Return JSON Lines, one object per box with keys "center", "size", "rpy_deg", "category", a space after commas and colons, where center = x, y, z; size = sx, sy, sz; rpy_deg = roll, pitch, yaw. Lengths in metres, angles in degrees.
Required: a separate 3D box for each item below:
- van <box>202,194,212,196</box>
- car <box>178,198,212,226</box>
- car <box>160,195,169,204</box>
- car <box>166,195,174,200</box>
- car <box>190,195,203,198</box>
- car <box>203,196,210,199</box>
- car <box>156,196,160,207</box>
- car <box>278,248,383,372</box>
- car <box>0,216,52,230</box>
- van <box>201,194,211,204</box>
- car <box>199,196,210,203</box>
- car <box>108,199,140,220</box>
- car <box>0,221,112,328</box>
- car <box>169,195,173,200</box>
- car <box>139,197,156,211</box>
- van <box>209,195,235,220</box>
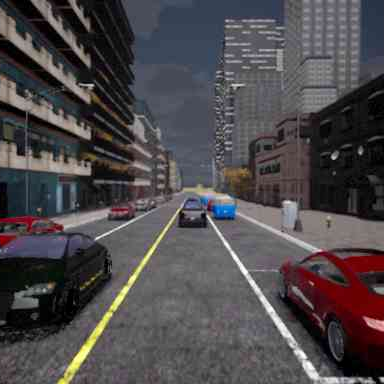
{"center": [2.565, 1.254, 50.126], "size": [1.690, 1.788, 3.998], "rpy_deg": [-1, 0, 0], "category": "van"}
{"center": [0.049, 1.456, 23.300], "size": [2.128, 1.511, 4.902], "rpy_deg": [0, 0, 0], "category": "car"}
{"center": [-5.835, 1.438, 61.226], "size": [2.008, 1.369, 4.403], "rpy_deg": [-1, 0, 0], "category": "car"}
{"center": [-5.894, 1.380, 89.131], "size": [1.947, 1.339, 4.313], "rpy_deg": [-1, 0, 0], "category": "car"}
{"center": [0.010, 1.408, 41.396], "size": [1.882, 1.535, 5.008], "rpy_deg": [0, 0, 0], "category": "car"}
{"center": [2.593, 1.481, 38.966], "size": [1.887, 1.381, 4.507], "rpy_deg": [-1, 0, 0], "category": "car"}
{"center": [-5.801, 1.364, 44.485], "size": [1.967, 1.590, 4.097], "rpy_deg": [-1, 0, 0], "category": "car"}
{"center": [2.665, 1.574, 5.485], "size": [1.802, 1.307, 4.206], "rpy_deg": [-1, 0, 0], "category": "car"}
{"center": [-5.728, 1.528, 11.002], "size": [1.887, 1.381, 4.507], "rpy_deg": [-1, 0, 0], "category": "car"}
{"center": [2.541, 1.228, 61.286], "size": [1.690, 1.788, 3.998], "rpy_deg": [-1, 0, 0], "category": "van"}
{"center": [2.533, 1.439, 66.867], "size": [1.947, 1.339, 4.313], "rpy_deg": [-1, 0, 0], "category": "car"}
{"center": [-5.763, 1.537, 27.744], "size": [1.802, 1.307, 4.206], "rpy_deg": [-1, 0, 0], "category": "car"}
{"center": [-3.073, 1.554, 6.986], "size": [1.994, 1.385, 4.181], "rpy_deg": [0, 0, 0], "category": "car"}
{"center": [-5.859, 1.403, 72.388], "size": [1.887, 1.381, 4.507], "rpy_deg": [-1, 0, 0], "category": "car"}
{"center": [-5.788, 1.486, 38.906], "size": [2.008, 1.369, 4.403], "rpy_deg": [-1, 0, 0], "category": "car"}
{"center": [2.613, 1.297, 27.805], "size": [1.690, 1.788, 3.998], "rpy_deg": [-1, 0, 0], "category": "van"}
